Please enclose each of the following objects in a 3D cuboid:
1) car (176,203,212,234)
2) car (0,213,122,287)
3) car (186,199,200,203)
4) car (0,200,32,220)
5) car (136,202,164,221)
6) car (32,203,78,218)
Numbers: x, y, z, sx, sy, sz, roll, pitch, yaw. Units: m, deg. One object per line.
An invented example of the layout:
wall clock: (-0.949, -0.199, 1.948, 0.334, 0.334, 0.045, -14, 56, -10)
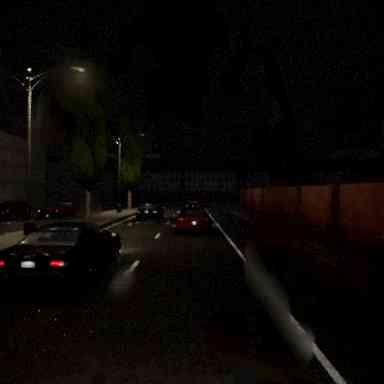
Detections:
car: (0.099, 1.568, 19.251, 1.994, 1.385, 4.181, 0, 0, -1)
car: (-3.401, 1.549, 9.402, 2.033, 1.411, 5.357, 0, 0, 0)
car: (0.096, 1.555, 37.869, 2.033, 1.411, 5.357, 0, 0, 0)
car: (-15.028, 1.482, 27.936, 1.882, 1.535, 5.008, 0, 0, 0)
car: (-3.403, 1.552, 27.487, 2.033, 1.411, 5.357, 0, 0, 0)
car: (-11.519, 1.606, 28.751, 1.895, 1.301, 4.718, 0, 0, 0)
